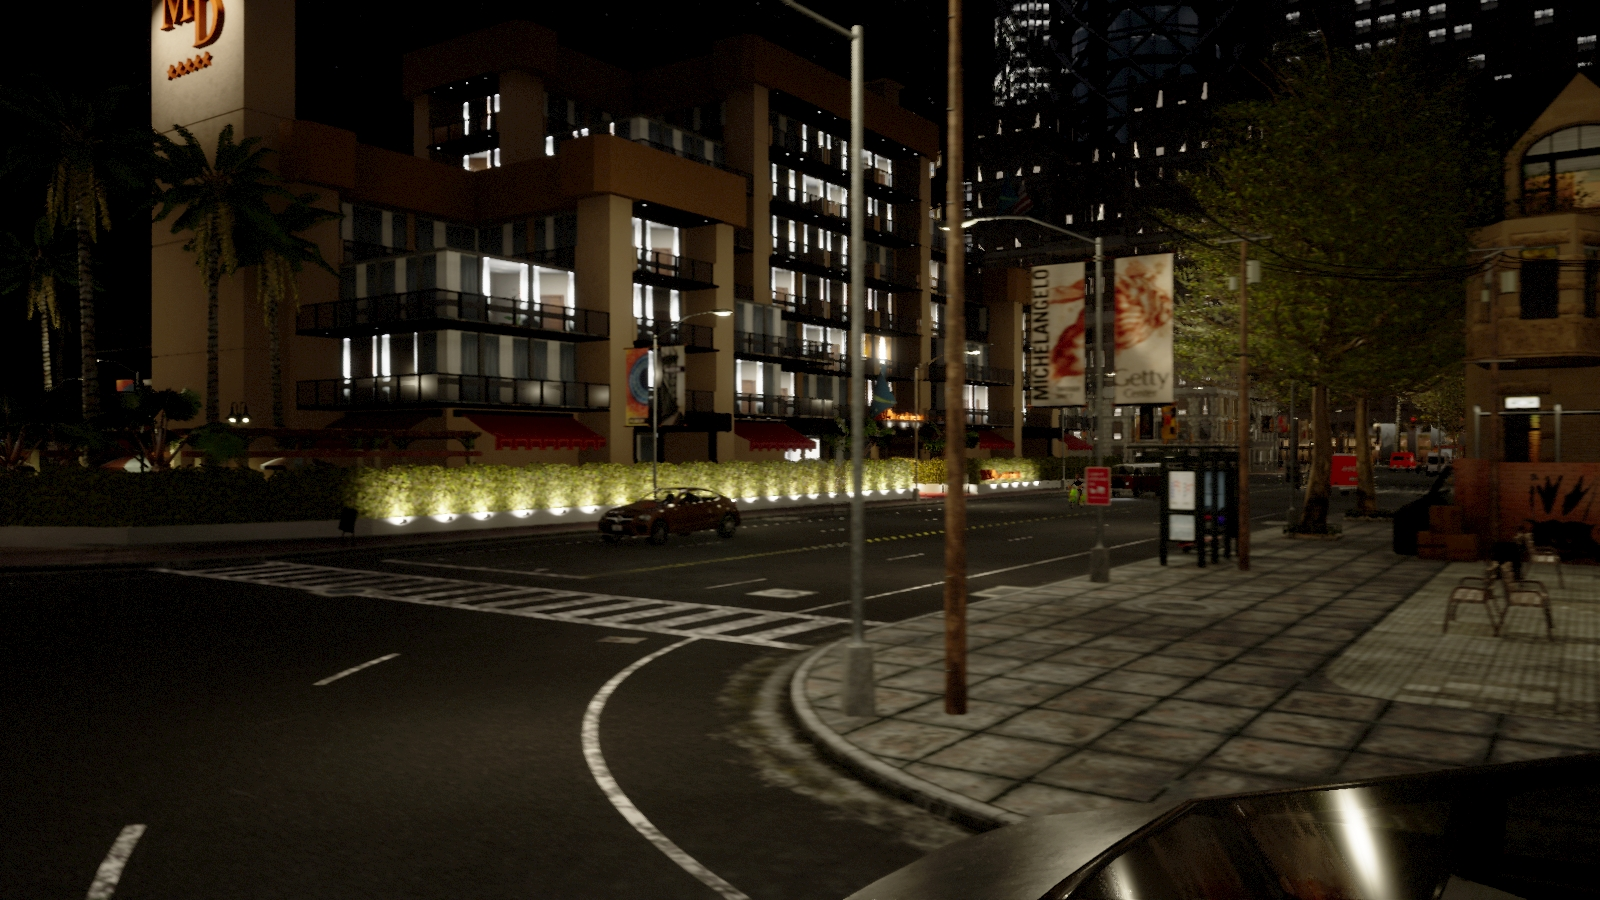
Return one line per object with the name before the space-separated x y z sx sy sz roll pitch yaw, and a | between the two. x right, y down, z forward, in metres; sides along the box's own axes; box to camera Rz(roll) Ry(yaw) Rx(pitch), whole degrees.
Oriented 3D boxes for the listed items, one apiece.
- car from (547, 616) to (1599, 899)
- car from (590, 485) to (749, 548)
car | 2.589 1.753 2.040 6.274 2.098 2.390 0 0 36
car | -3.962 1.997 35.664 2.152 1.651 5.027 0 0 35
